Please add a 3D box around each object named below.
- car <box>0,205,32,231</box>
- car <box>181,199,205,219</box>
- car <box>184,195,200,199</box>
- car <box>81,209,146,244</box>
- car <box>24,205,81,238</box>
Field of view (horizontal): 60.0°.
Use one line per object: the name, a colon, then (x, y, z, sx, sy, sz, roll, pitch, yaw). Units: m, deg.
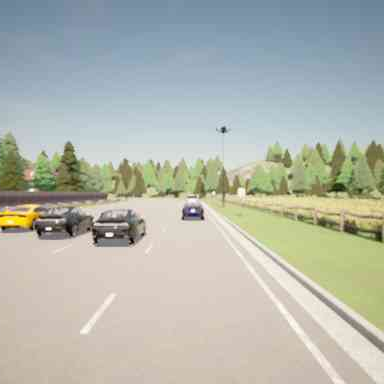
car: (-10.393, 1.573, 21.500, 1.882, 1.535, 5.008, 0, 0, 0)
car: (0.095, 1.638, 30.278, 2.163, 1.488, 4.792, 0, 0, 0)
car: (0.019, 1.451, 51.683, 2.150, 2.045, 5.566, 0, 0, 0)
car: (-3.394, 1.563, 16.104, 2.128, 1.511, 4.902, 0, 0, 0)
car: (-6.893, 1.573, 18.417, 2.128, 1.511, 4.902, 0, 0, 0)
